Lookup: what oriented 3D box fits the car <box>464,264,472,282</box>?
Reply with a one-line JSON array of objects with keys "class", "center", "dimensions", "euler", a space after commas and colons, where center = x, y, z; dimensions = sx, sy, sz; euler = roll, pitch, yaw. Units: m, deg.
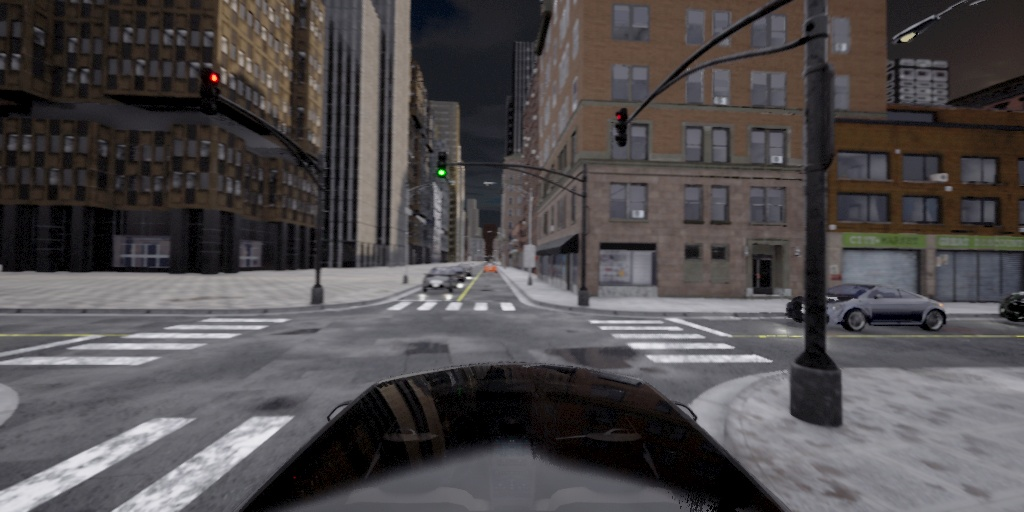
[{"class": "car", "center": [-5.152, 1.638, 33.095], "dimensions": [2.033, 1.411, 5.357], "euler": [1, -1, -4]}]

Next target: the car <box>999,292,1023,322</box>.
[{"class": "car", "center": [20.097, 1.558, 12.457], "dimensions": [4.553, 1.767, 2.097], "euler": [1, -1, -4]}]

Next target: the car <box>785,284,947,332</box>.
[{"class": "car", "center": [11.538, 1.630, 11.858], "dimensions": [4.181, 1.385, 1.994], "euler": [1, -1, -4]}]

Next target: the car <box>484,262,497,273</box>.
[{"class": "car", "center": [-3.366, 1.777, 56.041], "dimensions": [2.097, 1.767, 4.553], "euler": [1, -1, -4]}]

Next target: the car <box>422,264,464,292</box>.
[{"class": "car", "center": [-4.538, 1.459, 23.180], "dimensions": [2.128, 1.511, 4.902], "euler": [1, -1, -3]}]
